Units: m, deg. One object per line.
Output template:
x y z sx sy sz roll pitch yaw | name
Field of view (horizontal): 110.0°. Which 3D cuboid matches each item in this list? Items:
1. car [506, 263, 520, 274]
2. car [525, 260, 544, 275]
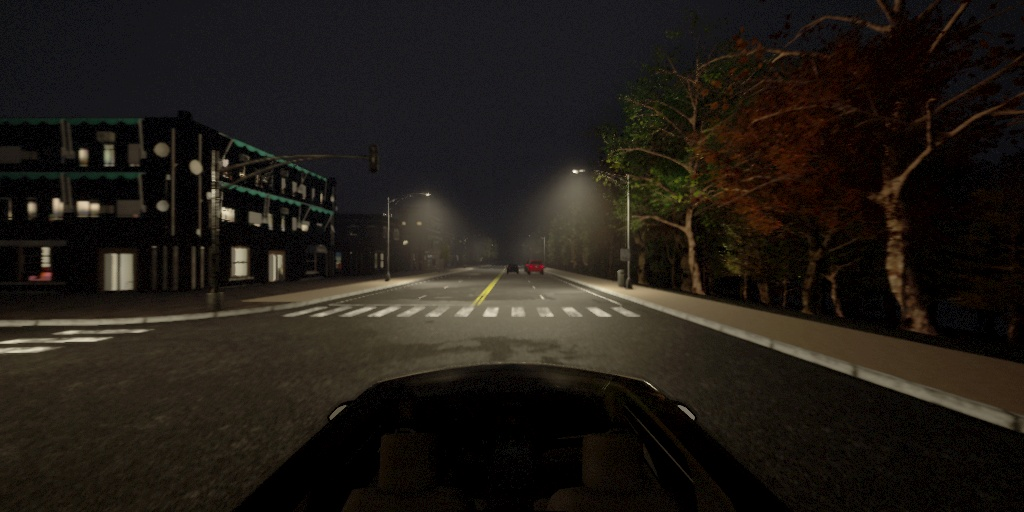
0.099 1.918 53.235 1.837 1.490 4.892 0 -1 0 | car
3.347 1.611 51.422 2.150 2.045 5.566 0 -1 0 | car
